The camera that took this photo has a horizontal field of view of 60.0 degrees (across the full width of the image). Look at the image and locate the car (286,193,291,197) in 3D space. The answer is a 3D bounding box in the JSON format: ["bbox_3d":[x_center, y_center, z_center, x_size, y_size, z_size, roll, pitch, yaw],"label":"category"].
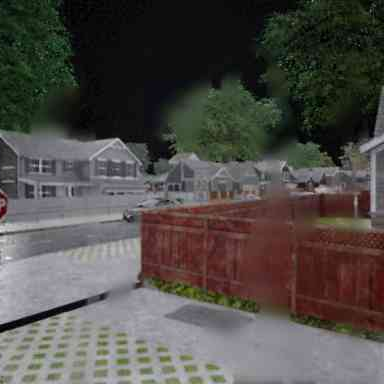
[{"bbox_3d":[14.381,0.709,45.880,2.033,1.411,5.357,0,1,35],"label":"car"}]

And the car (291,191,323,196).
[{"bbox_3d":[14.022,0.756,40.488,1.837,1.490,4.892,0,1,35],"label":"car"}]

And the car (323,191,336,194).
[{"bbox_3d":[19.853,0.558,48.879,2.128,1.511,4.902,0,1,35],"label":"car"}]

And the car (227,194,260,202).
[{"bbox_3d":[5.120,0.943,32.832,2.128,1.511,4.902,0,1,35],"label":"car"}]

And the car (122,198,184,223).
[{"bbox_3d":[-2.464,1.192,22.044,1.837,1.490,4.892,0,1,35],"label":"car"}]
